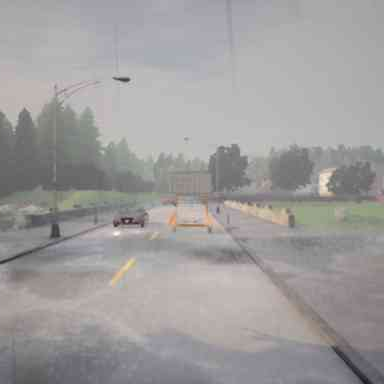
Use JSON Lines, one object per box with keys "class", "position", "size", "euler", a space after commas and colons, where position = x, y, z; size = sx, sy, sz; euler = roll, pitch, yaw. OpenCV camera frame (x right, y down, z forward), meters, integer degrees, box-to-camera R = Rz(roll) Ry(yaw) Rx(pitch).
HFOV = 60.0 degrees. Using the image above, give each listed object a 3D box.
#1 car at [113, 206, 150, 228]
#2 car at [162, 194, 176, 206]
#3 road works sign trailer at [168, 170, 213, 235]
{"class": "car", "position": [-4.089, 1.650, 22.931], "size": [1.994, 1.385, 4.181], "euler": [0, 0, 0]}
{"class": "car", "position": [-4.016, 1.442, 59.186], "size": [2.150, 2.045, 5.566], "euler": [0, 0, 1]}
{"class": "road works sign trailer", "position": [0.003, 0.538, 19.486], "size": [2.380, 3.560, 2.880], "euler": [0, 0, 0]}
